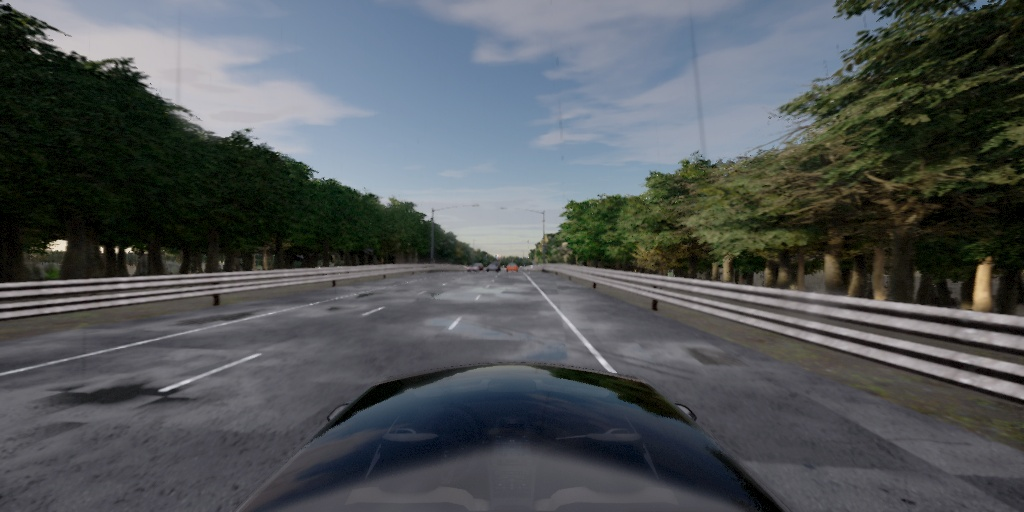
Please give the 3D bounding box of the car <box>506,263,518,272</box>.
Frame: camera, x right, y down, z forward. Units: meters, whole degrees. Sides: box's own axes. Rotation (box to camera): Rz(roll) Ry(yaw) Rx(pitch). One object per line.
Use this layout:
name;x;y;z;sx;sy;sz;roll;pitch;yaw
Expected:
car;0.032;2.011;64.342;2.097;1.767;4.553;0;-2;0

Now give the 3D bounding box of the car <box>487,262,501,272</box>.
car;-3.468;2.223;64.369;1.994;1.385;4.181;0;-2;0

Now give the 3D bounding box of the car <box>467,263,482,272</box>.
car;-6.968;2.260;64.397;1.895;1.301;4.718;0;-2;0
